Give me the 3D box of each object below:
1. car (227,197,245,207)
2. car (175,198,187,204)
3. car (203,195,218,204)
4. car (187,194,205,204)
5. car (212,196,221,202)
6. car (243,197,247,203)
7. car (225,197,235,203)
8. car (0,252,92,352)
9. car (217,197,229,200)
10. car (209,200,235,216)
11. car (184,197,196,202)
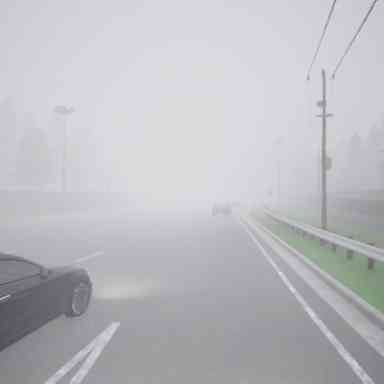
[{"bbox_3d":[7.739,2.016,58.357,1.895,1.301,4.718,0,0,12],"label":"car"},{"bbox_3d":[-2.503,2.040,78.678,2.033,1.411,5.357,0,0,12],"label":"car"},{"bbox_3d":[4.439,2.046,77.686,1.812,1.442,4.674,0,0,12],"label":"car"},{"bbox_3d":[0.934,1.734,78.010,2.150,2.045,5.566,0,0,12],"label":"car"},{"bbox_3d":[6.441,1.912,87.488,1.882,1.535,5.008,0,0,12],"label":"car"},{"bbox_3d":[13.381,2.148,86.491,2.128,1.511,4.902,0,0,12],"label":"car"},{"bbox_3d":[9.870,1.968,86.788,2.128,1.511,4.902,0,0,12],"label":"car"},{"bbox_3d":[-3.221,1.545,4.746,1.812,1.442,4.674,0,0,11],"label":"car"},{"bbox_3d":[7.785,2.052,76.578,2.128,1.511,4.902,0,0,12],"label":"car"},{"bbox_3d":[3.314,1.853,36.242,1.895,1.301,4.718,0,0,10],"label":"car"},{"bbox_3d":[-0.418,1.956,88.889,2.033,1.411,5.357,0,0,12],"label":"car"}]
